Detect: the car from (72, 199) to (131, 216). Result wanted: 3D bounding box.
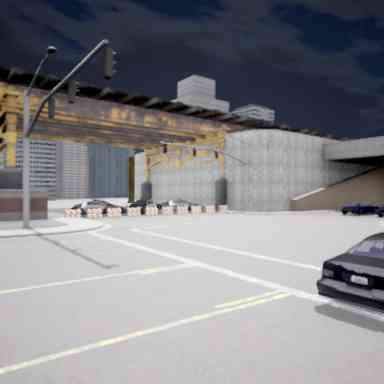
[{"bbox_3d":[-8.830,1.490,32.170,4.974,1.542,2.038,0,0,8],"label":"car"}]

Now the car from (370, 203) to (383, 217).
[{"bbox_3d":[19.569,1.660,31.702,5.357,1.411,2.033,0,0,-37],"label":"car"}]

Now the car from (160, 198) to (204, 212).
[{"bbox_3d":[-1.174,1.523,38.614,4.974,1.542,2.038,0,0,-7],"label":"car"}]

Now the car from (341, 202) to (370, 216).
[{"bbox_3d":[17.451,1.714,34.487,4.718,1.301,1.895,0,0,-37],"label":"car"}]

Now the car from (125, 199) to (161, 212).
[{"bbox_3d":[-5.069,1.348,34.905,1.853,1.218,4.536,0,0,18],"label":"car"}]

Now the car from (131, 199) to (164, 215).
[{"bbox_3d":[-5.085,1.506,34.855,2.038,1.542,4.974,0,0,18],"label":"car"}]

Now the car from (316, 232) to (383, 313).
[{"bbox_3d":[4.918,1.598,7.435,5.357,1.411,2.033,0,0,-38],"label":"car"}]

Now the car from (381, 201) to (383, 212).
[{"bbox_3d":[24.781,1.744,39.988,4.718,1.301,1.895,0,0,-37],"label":"car"}]

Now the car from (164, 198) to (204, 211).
[{"bbox_3d":[-1.225,1.366,38.608,4.536,1.218,1.853,0,0,-7],"label":"car"}]

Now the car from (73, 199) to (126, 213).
[{"bbox_3d":[-8.881,1.333,32.178,4.536,1.218,1.853,0,0,8],"label":"car"}]
